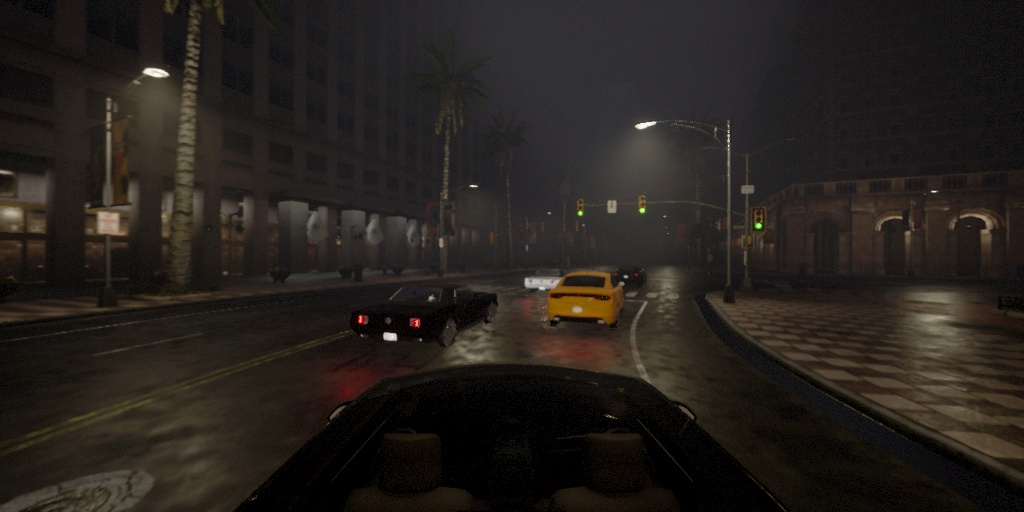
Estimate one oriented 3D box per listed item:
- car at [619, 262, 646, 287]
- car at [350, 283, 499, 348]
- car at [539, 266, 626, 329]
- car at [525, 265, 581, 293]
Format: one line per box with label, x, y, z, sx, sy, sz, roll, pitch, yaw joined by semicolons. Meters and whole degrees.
car;8.317;1.347;25.332;1.994;1.385;4.181;0;0;25
car;-1.857;1.344;9.377;1.895;1.301;4.718;0;0;16
car;2.515;1.238;11.547;1.882;1.535;5.008;0;0;20
car;2.393;1.361;20.337;1.895;1.301;4.718;0;0;23
